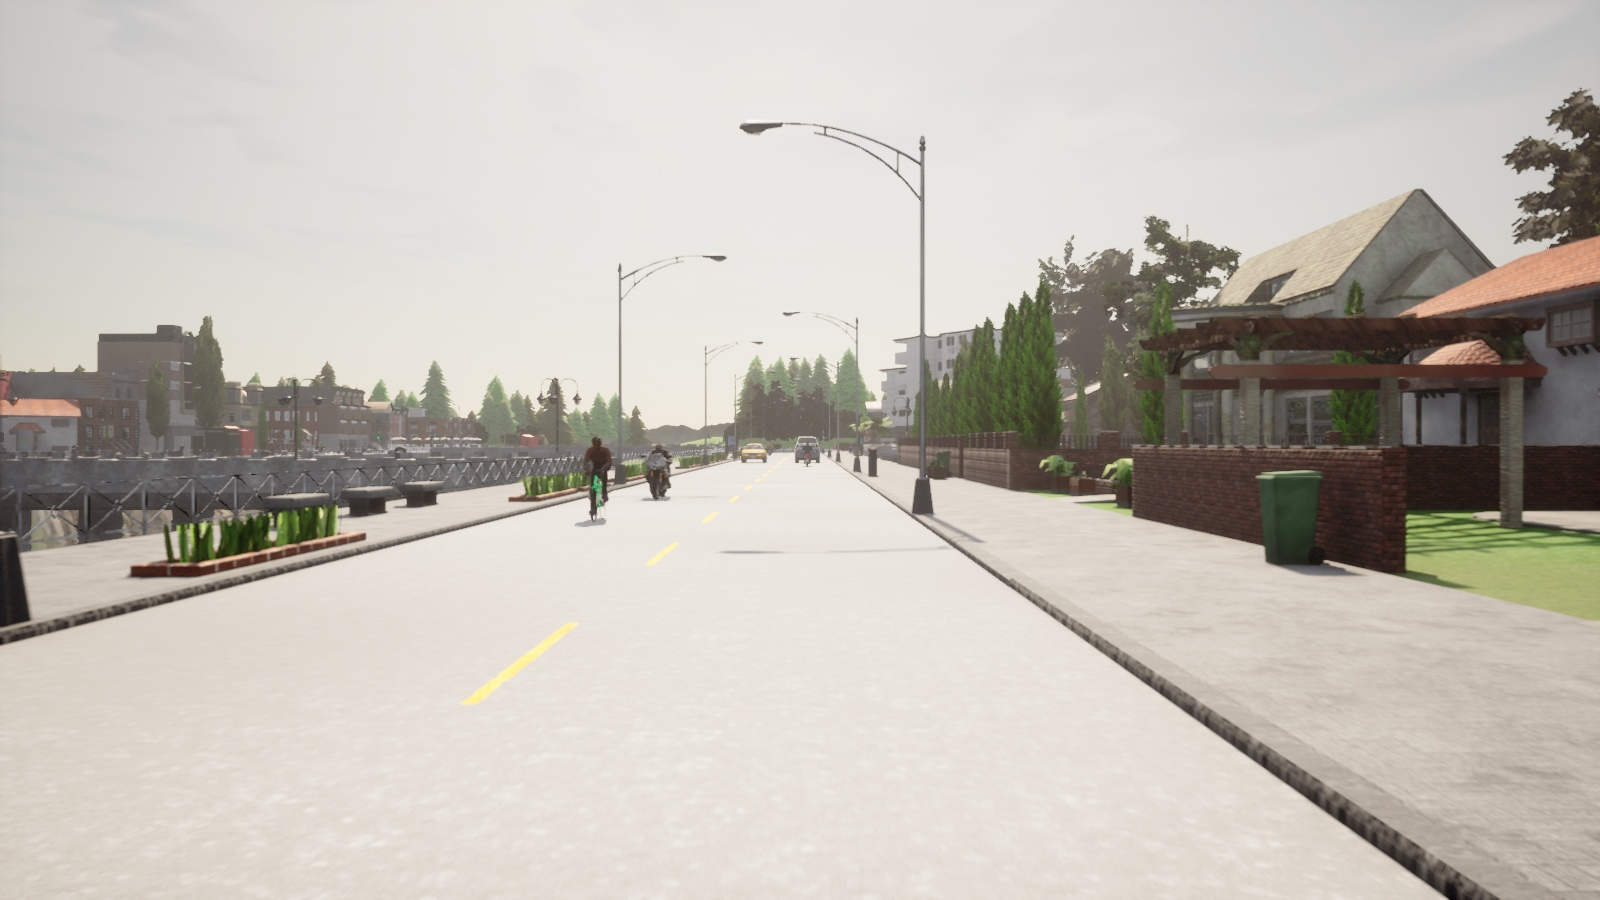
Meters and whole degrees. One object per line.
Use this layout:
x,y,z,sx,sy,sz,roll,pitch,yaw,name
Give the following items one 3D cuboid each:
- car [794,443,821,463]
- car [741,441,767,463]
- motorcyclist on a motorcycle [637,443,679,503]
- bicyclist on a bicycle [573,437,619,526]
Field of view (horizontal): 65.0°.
0.562,0.177,94.916,1.970,1.475,3.806,0,0,0,car
-3.440,0.149,94.711,1.801,1.575,5.366,0,0,0,car
-3.792,0.589,33.616,0.866,1.530,2.191,0,0,0,motorcyclist on a motorcycle
-3.848,0.562,23.789,0.582,1.620,1.656,0,1,0,bicyclist on a bicycle
